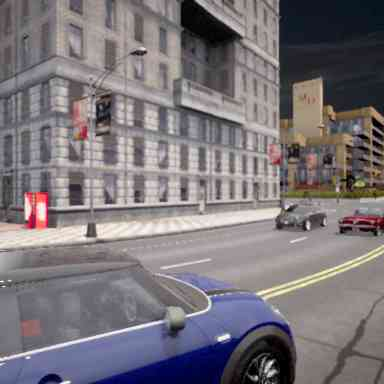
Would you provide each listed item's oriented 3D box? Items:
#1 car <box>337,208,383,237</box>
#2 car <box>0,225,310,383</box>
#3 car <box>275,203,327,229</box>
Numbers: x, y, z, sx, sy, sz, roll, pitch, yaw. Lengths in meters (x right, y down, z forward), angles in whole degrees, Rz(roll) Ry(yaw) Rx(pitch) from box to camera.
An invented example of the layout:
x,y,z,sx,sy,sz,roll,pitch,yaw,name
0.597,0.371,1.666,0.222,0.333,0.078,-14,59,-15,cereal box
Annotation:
x,y,z,sx,sy,sz,roll,pitch,yaw,name
9.556,1.560,18.270,1.895,1.301,4.718,0,0,39,car
-1.054,1.351,3.303,4.553,1.767,2.097,0,0,-35,car
6.786,1.479,20.417,1.837,1.490,4.892,0,0,39,car
